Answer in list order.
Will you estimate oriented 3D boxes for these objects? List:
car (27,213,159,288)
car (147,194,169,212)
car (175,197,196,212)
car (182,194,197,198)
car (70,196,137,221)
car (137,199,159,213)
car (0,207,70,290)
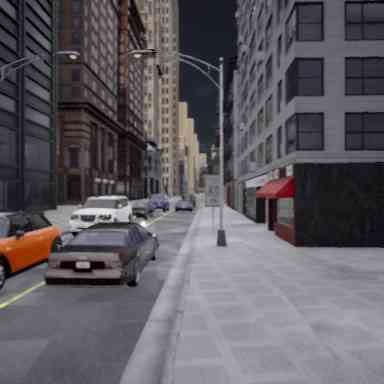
[{"bbox_3d":[-2.148,1.553,9.349,2.033,1.411,5.357,0,0,2],"label":"car"},{"bbox_3d":[-3.988,1.276,39.626,2.150,2.045,5.566,0,0,2],"label":"car"},{"bbox_3d":[-0.888,1.618,39.483,1.994,1.385,4.181,0,0,2],"label":"car"},{"bbox_3d":[-0.535,1.288,49.587,2.150,2.045,5.566,0,0,2],"label":"car"},{"bbox_3d":[-4.876,1.243,18.588,2.150,2.045,5.566,0,0,3],"label":"car"},{"bbox_3d":[-4.461,1.586,28.899,2.033,1.411,5.357,0,0,2],"label":"car"},{"bbox_3d":[-5.273,1.357,8.801,2.097,1.767,4.553,0,0,2],"label":"car"}]
